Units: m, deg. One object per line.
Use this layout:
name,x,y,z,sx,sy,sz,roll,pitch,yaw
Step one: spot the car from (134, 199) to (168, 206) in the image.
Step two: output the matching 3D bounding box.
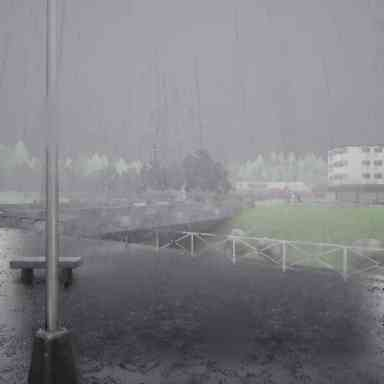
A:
car,-5.177,1.601,43.038,1.895,1.301,4.718,0,0,36
